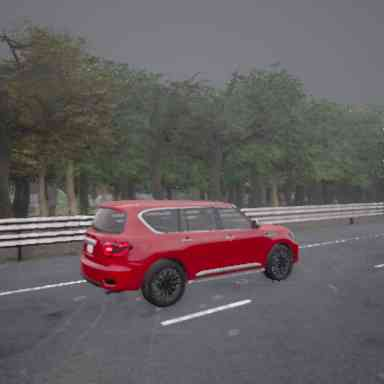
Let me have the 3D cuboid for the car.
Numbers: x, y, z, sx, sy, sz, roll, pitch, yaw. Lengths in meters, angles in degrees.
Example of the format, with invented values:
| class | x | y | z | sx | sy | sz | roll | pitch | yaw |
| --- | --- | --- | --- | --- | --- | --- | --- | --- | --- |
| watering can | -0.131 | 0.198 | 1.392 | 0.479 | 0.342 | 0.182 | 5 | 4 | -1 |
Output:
| class | x | y | z | sx | sy | sz | roll | pitch | yaw |
| --- | --- | --- | --- | --- | --- | --- | --- | --- | --- |
| car | 0.173 | 1.210 | 8.134 | 5.566 | 2.045 | 2.150 | 0 | 0 | -35 |
